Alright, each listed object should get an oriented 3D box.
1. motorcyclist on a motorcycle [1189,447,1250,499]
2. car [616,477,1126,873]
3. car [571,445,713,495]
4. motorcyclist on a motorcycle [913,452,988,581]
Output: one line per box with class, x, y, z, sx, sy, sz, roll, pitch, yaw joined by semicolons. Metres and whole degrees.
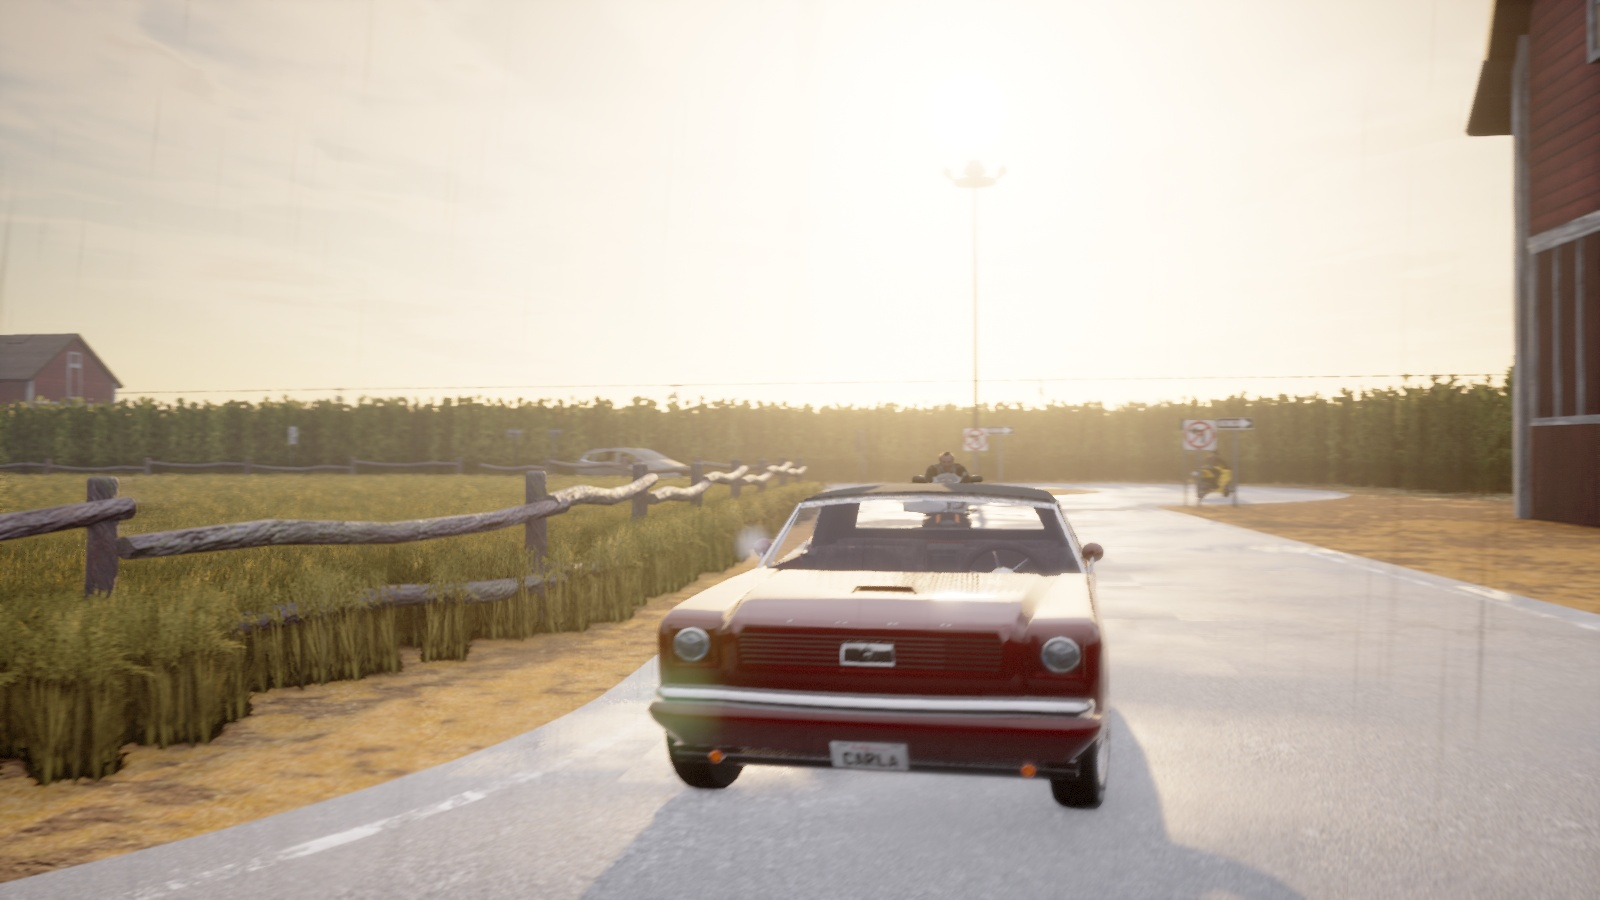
motorcyclist on a motorcycle;12.725;0.675;38.100;2.044;1.523;0.797;0;0;-40
car;0.712;0.854;6.955;1.895;1.301;4.718;0;0;12
car;-5.645;0.697;44.738;4.611;1.667;2.242;0;0;30
motorcyclist on a motorcycle;1.896;0.790;15.947;0.866;1.530;2.191;0;0;6
